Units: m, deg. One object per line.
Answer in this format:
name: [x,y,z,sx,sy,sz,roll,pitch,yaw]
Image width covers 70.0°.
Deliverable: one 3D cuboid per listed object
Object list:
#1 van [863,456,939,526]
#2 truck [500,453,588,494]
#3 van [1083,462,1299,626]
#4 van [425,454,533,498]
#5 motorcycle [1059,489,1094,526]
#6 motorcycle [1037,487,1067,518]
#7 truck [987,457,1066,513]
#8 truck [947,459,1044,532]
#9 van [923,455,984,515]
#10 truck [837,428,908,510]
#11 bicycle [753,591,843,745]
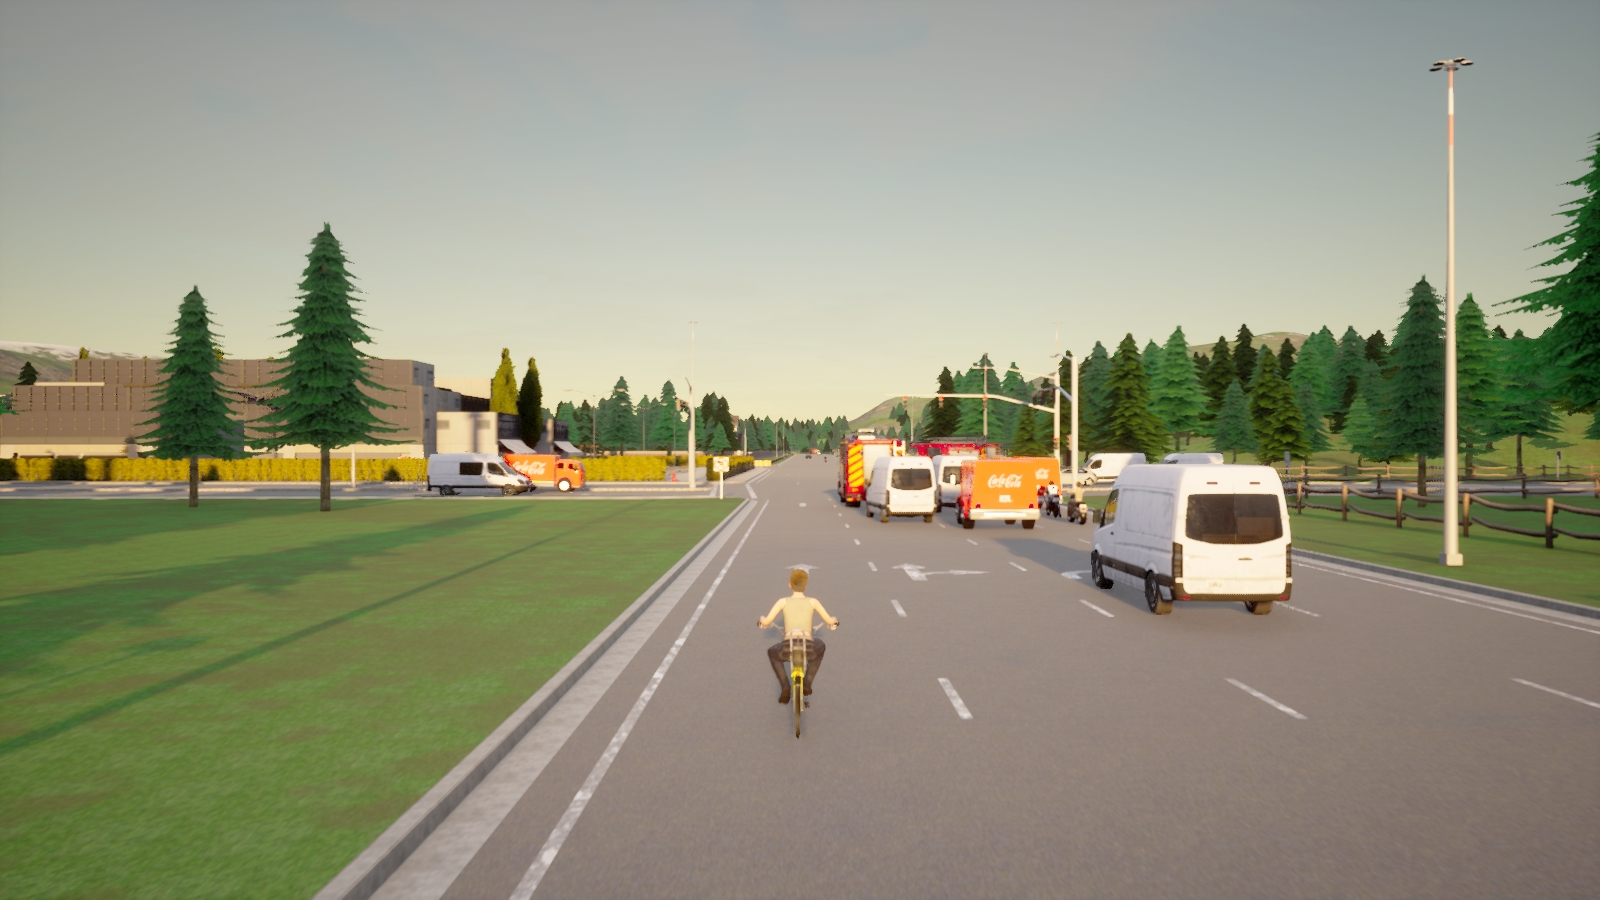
van: [3.925,1.535,45.548,1.988,2.561,5.915,0,0,-5]
truck: [-16.863,1.541,75.523,5.204,2.467,2.627,2,0,-1]
van: [6.999,1.535,21.258,1.988,2.561,5.915,0,0,0]
van: [-19.181,1.534,68.493,5.915,2.561,1.988,0,0,-1]
motorcycle: [10.496,2.155,43.386,0.764,1.307,2.356,0,0,0]
motorcycle: [10.494,2.186,47.581,0.803,1.199,2.033,0,0,0]
truck: [10.481,1.568,53.317,2.627,2.467,5.204,0,0,0]
truck: [6.994,1.565,41.511,2.627,2.467,5.204,0,0,0]
van: [6.997,1.535,52.670,1.988,2.561,5.915,0,0,0]
truck: [3.552,0.891,58.025,2.891,3.827,8.468,0,0,-1]
bicycle: [-0.018,2.158,11.562,0.859,1.276,1.487,0,0,0]
